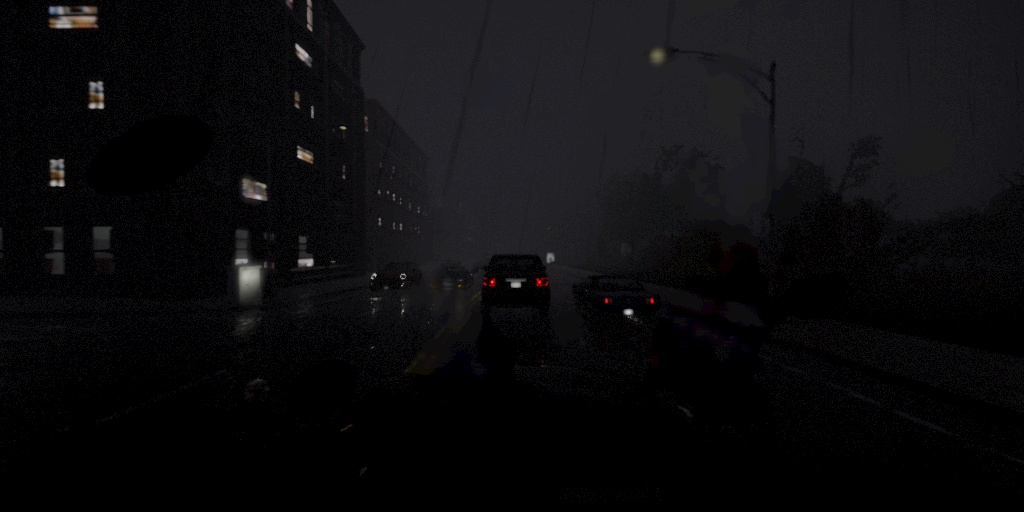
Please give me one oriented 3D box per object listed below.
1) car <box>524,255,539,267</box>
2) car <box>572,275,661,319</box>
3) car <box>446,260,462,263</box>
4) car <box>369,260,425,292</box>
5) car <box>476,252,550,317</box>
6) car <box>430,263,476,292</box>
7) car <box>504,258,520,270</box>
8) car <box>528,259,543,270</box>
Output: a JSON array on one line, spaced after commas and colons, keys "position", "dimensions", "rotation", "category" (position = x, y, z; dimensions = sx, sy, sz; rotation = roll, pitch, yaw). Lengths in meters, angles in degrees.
[{"position": [3.265, 0.809, 60.627], "dimensions": [2.150, 2.045, 5.566], "rotation": [0, 0, 0], "category": "car"}, {"position": [3.351, 1.312, 12.531], "dimensions": [1.895, 1.301, 4.718], "rotation": [0, 0, 0], "category": "car"}, {"position": [-6.575, 1.171, 40.487], "dimensions": [2.128, 1.511, 4.902], "rotation": [0, 0, 0], "category": "car"}, {"position": [-6.596, 1.083, 21.023], "dimensions": [2.097, 1.767, 4.553], "rotation": [0, 0, 0], "category": "car"}, {"position": [0.114, 0.940, 13.139], "dimensions": [2.150, 2.045, 5.566], "rotation": [0, 0, 0], "category": "car"}, {"position": [-3.346, 1.282, 20.555], "dimensions": [1.994, 1.385, 4.181], "rotation": [0, 0, 0], "category": "car"}, {"position": [0.013, 1.120, 50.176], "dimensions": [2.128, 1.511, 4.902], "rotation": [0, 0, 0], "category": "car"}, {"position": [3.264, 1.140, 50.592], "dimensions": [1.812, 1.442, 4.674], "rotation": [0, 0, 0], "category": "car"}]
